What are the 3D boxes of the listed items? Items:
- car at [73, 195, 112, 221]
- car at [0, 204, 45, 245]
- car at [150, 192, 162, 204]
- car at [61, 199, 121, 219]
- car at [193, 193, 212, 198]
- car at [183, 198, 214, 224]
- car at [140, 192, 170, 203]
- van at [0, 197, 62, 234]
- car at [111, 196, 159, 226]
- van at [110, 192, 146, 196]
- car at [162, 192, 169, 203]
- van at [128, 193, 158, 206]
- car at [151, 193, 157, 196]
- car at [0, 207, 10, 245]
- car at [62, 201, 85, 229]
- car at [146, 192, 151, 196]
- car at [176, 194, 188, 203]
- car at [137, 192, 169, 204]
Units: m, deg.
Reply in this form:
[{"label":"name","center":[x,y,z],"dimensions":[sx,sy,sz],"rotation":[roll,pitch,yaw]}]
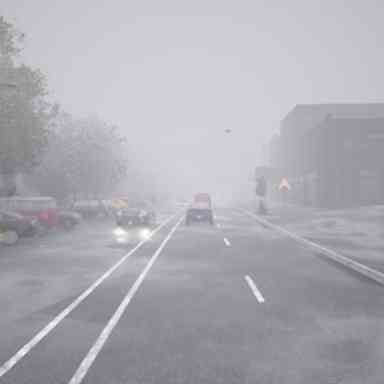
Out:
[{"label":"car","center":[-8.919,1.354,26.271],"dimensions":[4.553,1.767,2.185],"rotation":[-1,0,-18]},{"label":"car","center":[-9.291,1.496,14.381],"dimensions":[5.008,1.535,2.097],"rotation":[-1,0,-19]},{"label":"car","center":[-7.903,1.116,49.951],"dimensions":[5.566,2.045,2.435],"rotation":[-1,1,-17]},{"label":"car","center":[-8.838,1.473,29.234],"dimensions":[4.892,1.521,2.231],"rotation":[-1,0,-18]},{"label":"car","center":[1.358,1.136,42.903],"dimensions":[2.150,2.045,5.566],"rotation":[0,1,3]},{"label":"car","center":[0.575,1.471,24.628],"dimensions":[1.882,1.535,5.008],"rotation":[0,0,2]},{"label":"car","center":[-7.202,0.998,64.729],"dimensions":[5.566,2.045,2.435],"rotation":[-1,1,-17]},{"label":"van","center":[-9.340,1.270,17.311],"dimensions":[4.442,1.987,1.878],"rotation":[-1,0,-19]},{"label":"car","center":[-3.824,1.350,23.206],"dimensions":[2.097,1.767,4.553],"rotation":[0,0,2]},{"label":"van","center":[-8.397,1.198,41.047],"dimensions":[4.442,1.987,1.878],"rotation":[-1,1,-17]},{"label":"car","center":[-7.286,1.292,58.903],"dimensions":[5.366,1.575,1.946],"rotation":[-1,0,-17]},{"label":"van","center":[-7.842,1.121,52.878],"dimensions":[4.442,1.987,1.878],"rotation":[-1,1,-17]},{"label":"car","center":[-8.018,1.387,47.010],"dimensions":[5.008,1.535,2.097],"rotation":[-1,0,-17]},{"label":"car","center":[-9.532,1.495,11.352],"dimensions":[5.366,1.575,1.946],"rotation":[-1,0,-19]},{"label":"car","center":[-9.147,1.531,20.325],"dimensions":[4.674,1.452,2.002],"rotation":[-1,0,-18]},{"label":"car","center":[-8.179,1.280,44.040],"dimensions":[4.553,1.767,2.185],"rotation":[-1,0,-17]},{"label":"car","center":[-1.929,1.134,63.928],"dimensions":[2.097,1.767,4.553],"rotation":[0,0,3]},{"label":"car","center":[-7.292,1.022,61.802],"dimensions":[5.566,2.045,2.435],"rotation":[-1,0,-17]}]
